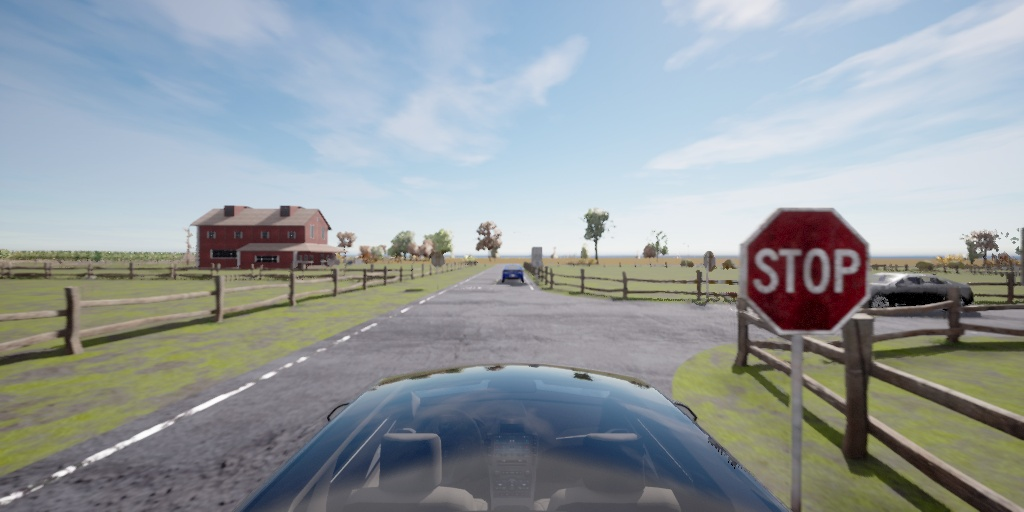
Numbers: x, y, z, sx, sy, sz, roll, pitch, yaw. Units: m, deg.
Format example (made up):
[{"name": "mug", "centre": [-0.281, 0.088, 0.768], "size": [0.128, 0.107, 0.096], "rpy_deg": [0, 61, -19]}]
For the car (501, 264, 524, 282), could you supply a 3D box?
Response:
[{"name": "car", "centre": [0.076, 1.490, 32.453], "size": [1.882, 1.535, 5.008], "rpy_deg": [0, 0, 0]}]

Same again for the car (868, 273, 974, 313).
[{"name": "car", "centre": [15.393, 1.434, 14.453], "size": [4.902, 1.511, 2.128], "rpy_deg": [0, 0, 0]}]
